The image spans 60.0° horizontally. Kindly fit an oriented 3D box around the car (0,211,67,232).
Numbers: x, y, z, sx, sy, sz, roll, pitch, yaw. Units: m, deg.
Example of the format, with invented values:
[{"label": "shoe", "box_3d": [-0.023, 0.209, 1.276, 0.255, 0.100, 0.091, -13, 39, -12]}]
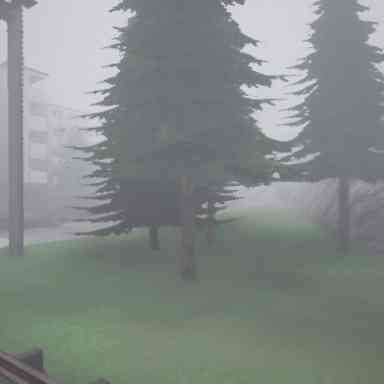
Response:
[{"label": "car", "box_3d": [-11.121, 2.011, 22.946, 1.895, 1.301, 4.718, -1, 0, 28]}]
